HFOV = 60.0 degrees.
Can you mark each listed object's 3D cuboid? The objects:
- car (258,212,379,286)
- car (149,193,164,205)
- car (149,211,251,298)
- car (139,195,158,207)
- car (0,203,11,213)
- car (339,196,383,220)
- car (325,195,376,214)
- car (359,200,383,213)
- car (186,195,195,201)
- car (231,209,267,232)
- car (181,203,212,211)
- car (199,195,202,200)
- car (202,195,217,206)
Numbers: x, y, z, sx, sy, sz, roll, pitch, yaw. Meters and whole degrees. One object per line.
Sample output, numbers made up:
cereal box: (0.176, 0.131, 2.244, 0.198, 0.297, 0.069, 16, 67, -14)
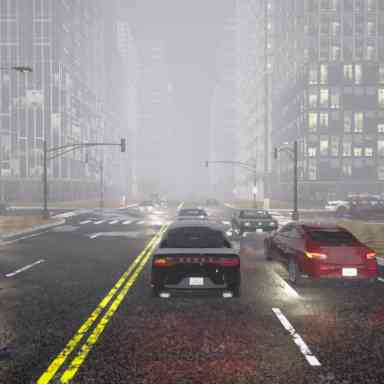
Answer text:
car: (3.317, 1.521, 9.307, 1.812, 1.442, 4.674, 0, 0, 0)
car: (-6.788, 1.175, 59.666, 2.150, 2.045, 5.566, 0, 0, 0)
car: (0.065, 1.474, 8.541, 1.882, 1.535, 5.008, 0, 0, 0)
car: (-6.771, 1.528, 50.633, 1.994, 1.385, 4.181, 0, 0, 0)
car: (-20.096, 1.364, 32.229, 4.674, 1.442, 1.812, 1, 1, 1)
car: (16.097, 1.519, 29.172, 5.009, 1.841, 2.192, 1, 0, 1)
car: (17.042, 1.341, 34.940, 5.566, 2.045, 2.150, 1, 1, 1)
car: (21.677, 1.643, 37.478, 4.829, 1.417, 1.752, 1, 0, 1)
car: (-0.288, 1.425, 80.946, 1.837, 1.490, 4.892, 0, 0, 0)
car: (3.284, 1.591, 18.426, 1.895, 1.301, 4.718, 0, 0, 0)
car: (0.033, 1.538, 18.362, 2.033, 1.411, 5.357, 0, 0, 0)
car: (2.924, 1.431, 91.806, 1.812, 1.442, 4.674, 0, 0, 0)
car: (3.142, 1.452, 54.776, 2.128, 1.511, 4.902, 0, 0, 0)
